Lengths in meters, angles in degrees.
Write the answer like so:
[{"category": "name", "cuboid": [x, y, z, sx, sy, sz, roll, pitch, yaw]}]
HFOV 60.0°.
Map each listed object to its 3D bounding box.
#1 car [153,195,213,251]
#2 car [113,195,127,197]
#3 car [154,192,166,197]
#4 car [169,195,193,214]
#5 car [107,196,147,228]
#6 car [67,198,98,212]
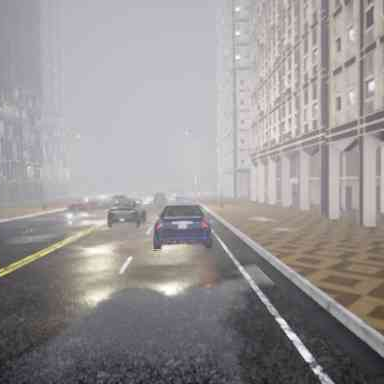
[{"category": "car", "cuboid": [-0.386, 1.160, 13.450, 2.097, 1.767, 4.553, -1, 1, -2]}, {"category": "car", "cuboid": [-7.927, 1.073, 36.764, 1.837, 1.490, 4.892, -1, 0, -2]}, {"category": "car", "cuboid": [-5.117, 0.801, 53.424, 1.812, 1.442, 4.674, -1, 1, -2]}, {"category": "car", "cuboid": [-1.019, 1.109, 30.793, 2.033, 1.411, 5.357, -1, 1, -2]}, {"category": "car", "cuboid": [-3.868, 1.247, 20.292, 2.128, 1.511, 4.902, -1, 1, -2]}, {"category": "car", "cuboid": [-11.077, 1.254, 33.942, 1.895, 1.301, 4.718, -1, 1, -2]}]
